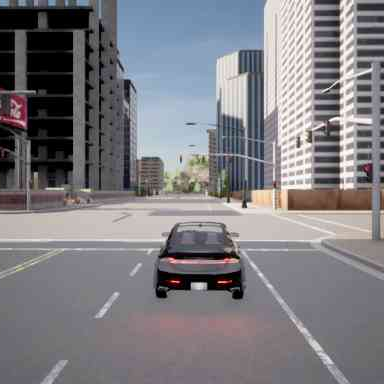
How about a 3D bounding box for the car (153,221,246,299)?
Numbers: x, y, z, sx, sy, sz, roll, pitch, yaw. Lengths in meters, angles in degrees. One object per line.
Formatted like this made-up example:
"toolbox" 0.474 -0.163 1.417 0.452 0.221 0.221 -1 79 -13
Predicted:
"car" 0.207 1.492 8.440 2.128 1.511 4.902 0 0 2
